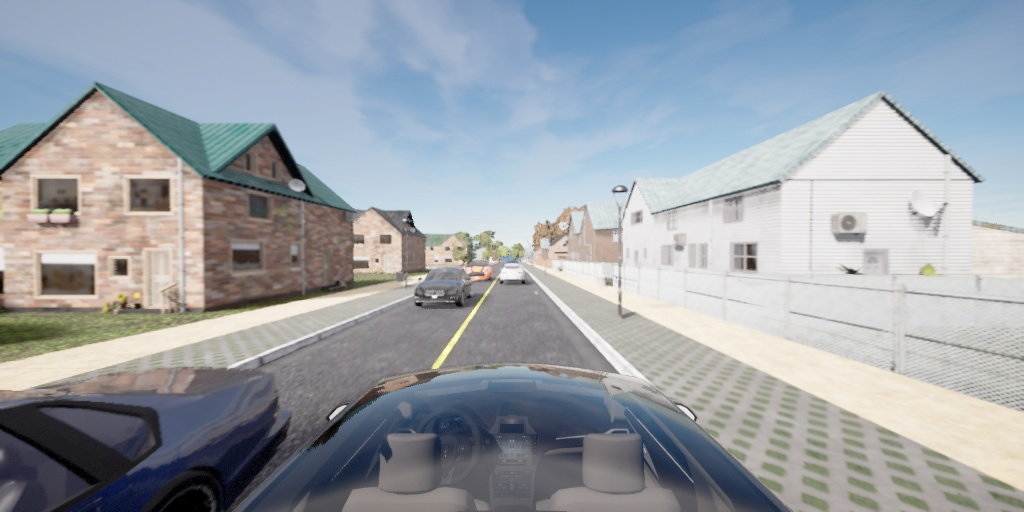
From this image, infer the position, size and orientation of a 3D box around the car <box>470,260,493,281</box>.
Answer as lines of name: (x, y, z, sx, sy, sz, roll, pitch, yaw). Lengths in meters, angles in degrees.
car: (-2.718, 1.121, 30.070, 2.097, 1.767, 4.553, 0, 0, 0)

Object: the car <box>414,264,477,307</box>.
car: (-2.825, 1.257, 15.527, 1.837, 1.490, 4.892, 0, 0, 0)

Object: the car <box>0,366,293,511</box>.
car: (-2.850, 1.299, 0.774, 2.033, 1.411, 5.357, 0, 0, 0)

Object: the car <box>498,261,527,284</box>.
car: (0.038, 1.291, 26.943, 1.812, 1.442, 4.674, 0, 0, 0)
